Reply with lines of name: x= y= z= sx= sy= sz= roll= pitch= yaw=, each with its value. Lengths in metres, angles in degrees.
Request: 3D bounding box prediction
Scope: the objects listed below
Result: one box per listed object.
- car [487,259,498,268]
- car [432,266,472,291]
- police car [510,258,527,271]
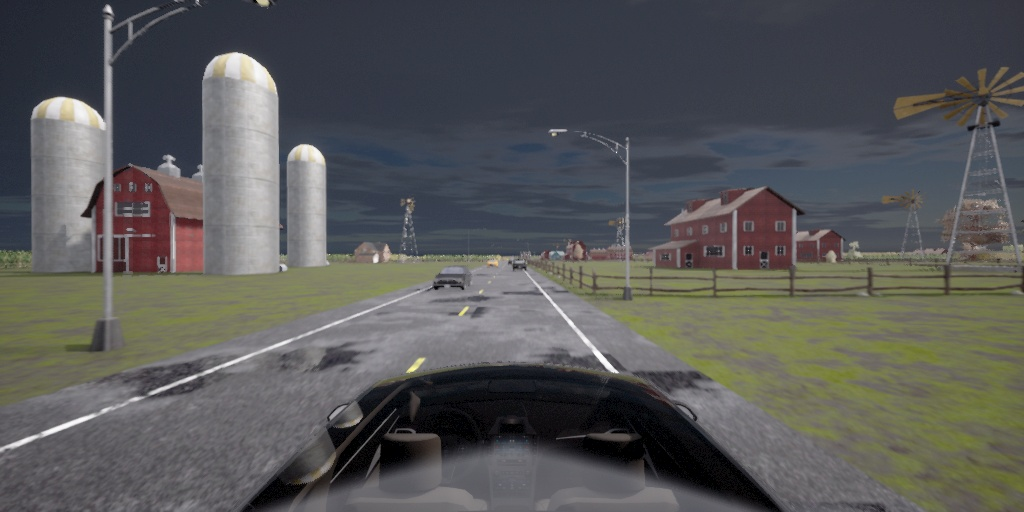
car: x=-3.503 y=1.358 z=65.332 sx=1.882 sy=1.535 sz=5.008 roll=0 pitch=0 yaw=0
car: x=-3.592 y=1.321 z=22.550 sx=2.033 sy=1.411 sz=5.357 roll=0 pitch=0 yaw=0
police car: x=1.058 y=1.255 z=49.936 sx=1.930 sy=1.638 sz=5.238 roll=0 pitch=0 yaw=0
